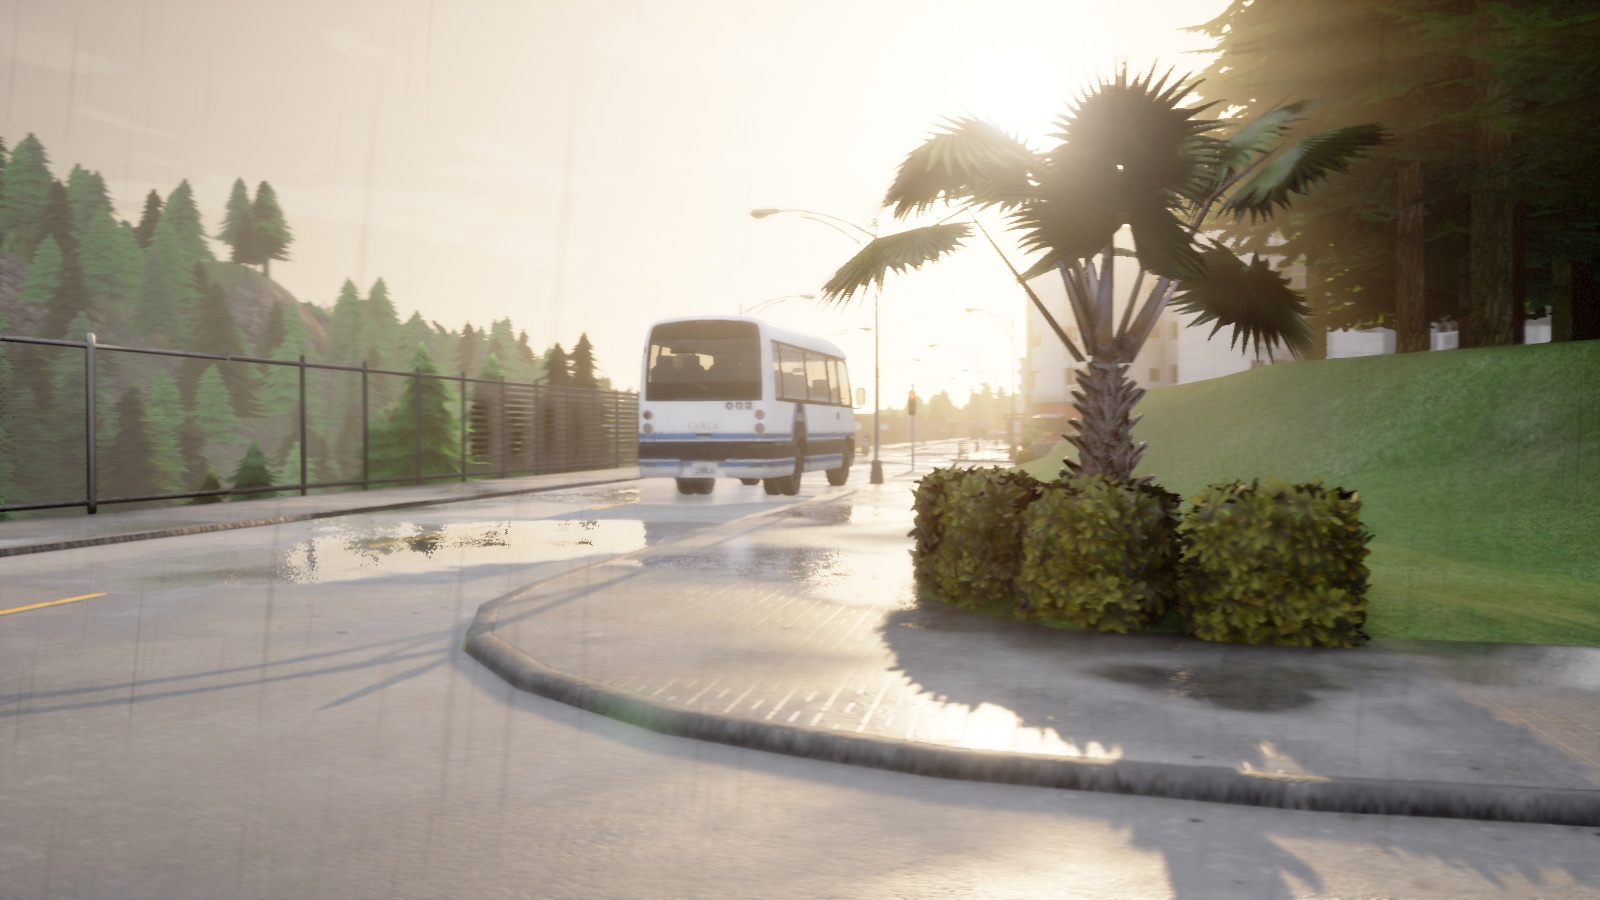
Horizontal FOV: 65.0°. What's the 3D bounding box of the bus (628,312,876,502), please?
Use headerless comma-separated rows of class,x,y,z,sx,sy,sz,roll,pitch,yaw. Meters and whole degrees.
bus,-0.859,-1.049,33.717,3.944,4.253,10.273,0,1,14
